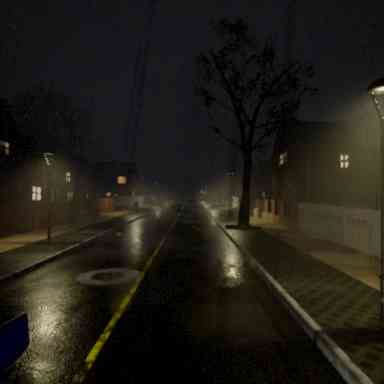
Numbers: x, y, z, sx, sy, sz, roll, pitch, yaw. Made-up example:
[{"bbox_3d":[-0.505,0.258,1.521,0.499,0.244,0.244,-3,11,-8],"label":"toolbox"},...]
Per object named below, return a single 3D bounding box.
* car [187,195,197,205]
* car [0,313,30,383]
[{"bbox_3d":[0.009,1.770,65.329,2.033,1.411,5.357,0,0,0],"label":"car"},{"bbox_3d":[-2.817,1.608,1.618,1.895,1.301,4.718,0,0,0],"label":"car"}]
